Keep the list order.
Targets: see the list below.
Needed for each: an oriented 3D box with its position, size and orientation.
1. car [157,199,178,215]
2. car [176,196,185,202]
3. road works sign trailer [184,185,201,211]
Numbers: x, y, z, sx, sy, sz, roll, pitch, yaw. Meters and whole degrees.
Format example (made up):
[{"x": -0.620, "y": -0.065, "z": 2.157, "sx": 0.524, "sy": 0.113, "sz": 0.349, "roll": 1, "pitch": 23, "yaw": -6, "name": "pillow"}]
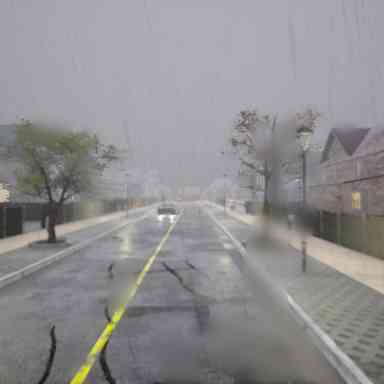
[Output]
[{"x": -2.828, "y": 1.862, "z": 37.943, "sx": 1.994, "sy": 1.385, "sz": 4.181, "roll": 0, "pitch": -1, "yaw": 0, "name": "car"}, {"x": -2.731, "y": 1.716, "z": 78.477, "sx": 2.097, "sy": 1.767, "sz": 4.553, "roll": 0, "pitch": -1, "yaw": 0, "name": "car"}, {"x": 0.023, "y": 0.850, "z": 46.863, "sx": 2.380, "sy": 3.560, "sz": 2.880, "roll": 0, "pitch": -1, "yaw": 0, "name": "road works sign trailer"}]
